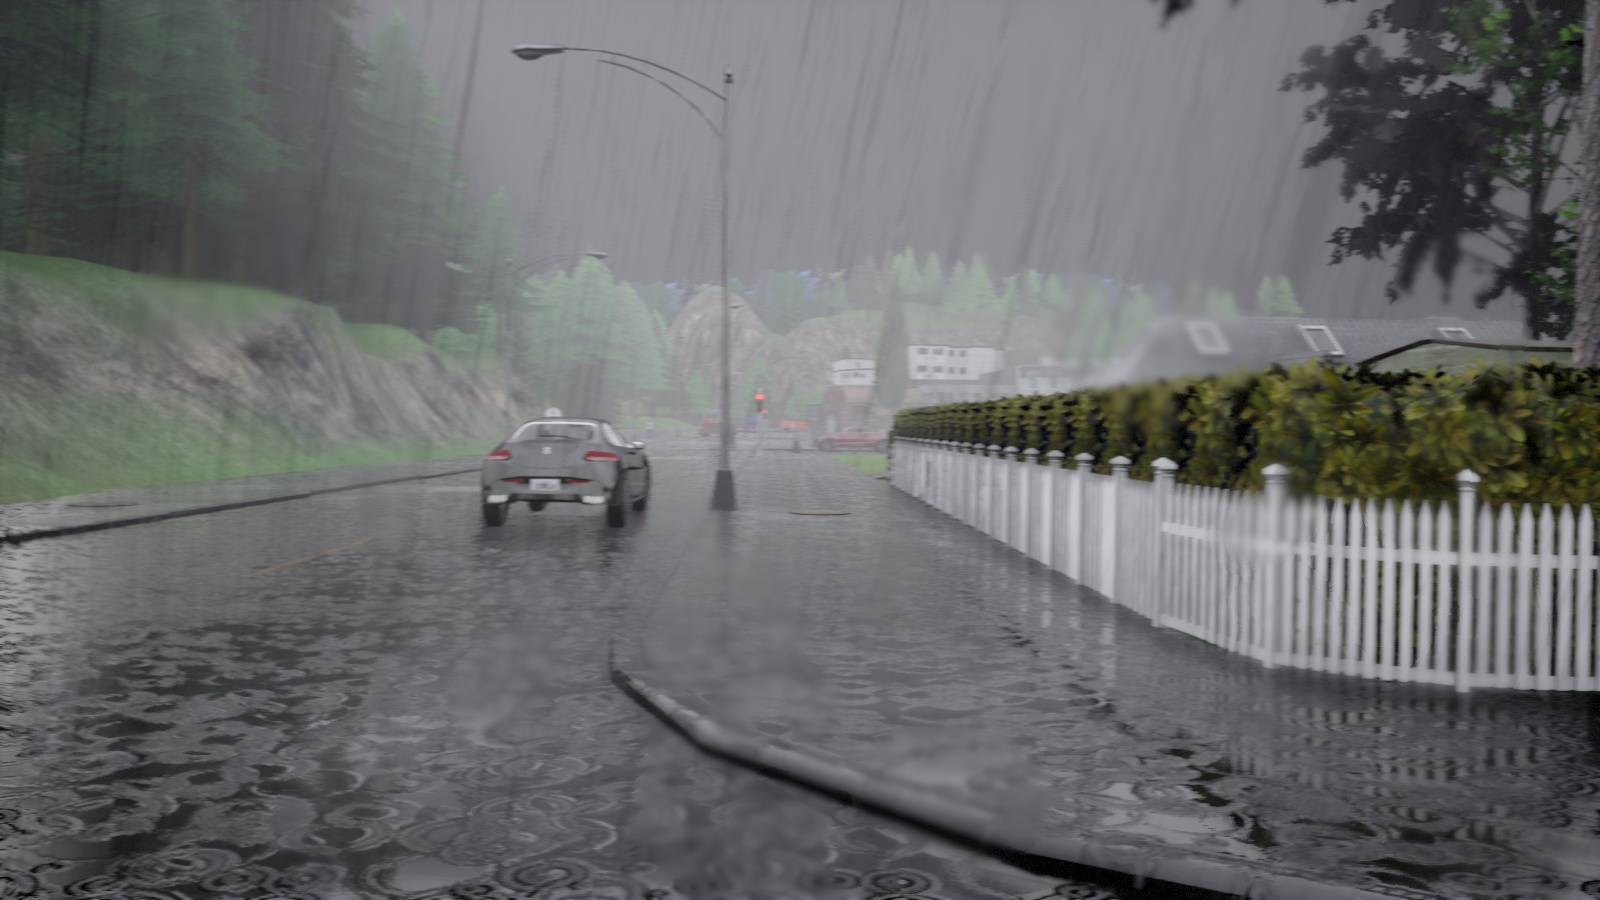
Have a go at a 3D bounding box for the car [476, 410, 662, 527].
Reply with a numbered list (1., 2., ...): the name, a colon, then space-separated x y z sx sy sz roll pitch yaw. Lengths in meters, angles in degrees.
1. car: -3.556 0.214 20.360 2.152 1.651 5.027 -1 1 -1

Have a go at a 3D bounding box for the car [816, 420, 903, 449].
1. car: 3.532 -0.909 74.836 5.027 1.651 2.152 -1 1 -2
